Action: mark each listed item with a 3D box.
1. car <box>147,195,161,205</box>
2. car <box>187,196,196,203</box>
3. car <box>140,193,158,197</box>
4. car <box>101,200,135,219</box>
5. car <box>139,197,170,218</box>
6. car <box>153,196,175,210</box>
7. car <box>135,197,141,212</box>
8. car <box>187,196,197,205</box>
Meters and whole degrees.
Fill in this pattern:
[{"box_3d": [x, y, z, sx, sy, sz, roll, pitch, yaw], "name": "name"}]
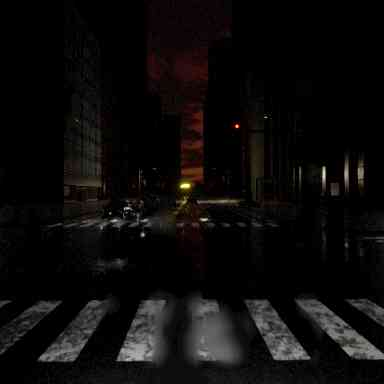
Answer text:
[{"box_3d": [-6.661, 1.360, 58.994, 2.097, 1.767, 4.553, 0, 0, -1], "name": "car"}, {"box_3d": [-0.077, 1.570, 70.904, 1.994, 1.385, 4.181, 0, 0, 0], "name": "car"}, {"box_3d": [-6.677, 1.227, 48.732, 2.150, 2.045, 5.566, 0, 0, 0], "name": "car"}, {"box_3d": [-6.665, 1.507, 29.558, 1.837, 1.490, 4.892, 0, 0, 0], "name": "car"}, {"box_3d": [-3.400, 1.480, 30.851, 1.882, 1.535, 5.008, 0, 0, 0], "name": "car"}, {"box_3d": [-3.423, 1.530, 40.132, 1.812, 1.442, 4.674, 0, 0, 0], "name": "car"}, {"box_3d": [-6.667, 1.605, 38.821, 1.895, 1.301, 4.718, 0, 0, 0], "name": "car"}, {"box_3d": [-0.023, 1.556, 60.576, 2.033, 1.411, 5.357, 0, 0, 0], "name": "car"}]
